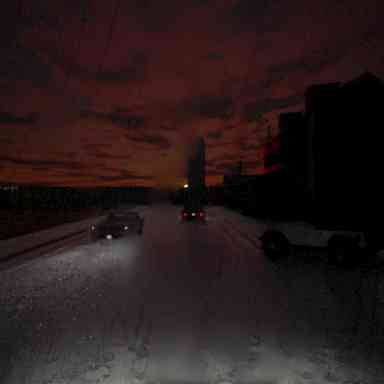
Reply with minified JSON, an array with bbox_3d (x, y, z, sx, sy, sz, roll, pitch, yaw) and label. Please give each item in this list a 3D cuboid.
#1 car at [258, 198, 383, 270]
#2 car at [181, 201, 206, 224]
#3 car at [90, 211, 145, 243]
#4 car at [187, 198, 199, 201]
[{"bbox_3d":[4.163,1.208,10.734,1.905,1.878,3.866,-7,3,-42],"label":"car"},{"bbox_3d":[0.098,1.665,26.112,2.033,1.411,5.357,0,0,0],"label":"car"},{"bbox_3d":[-3.602,1.667,16.724,1.895,1.301,4.718,0,0,0],"label":"car"},{"bbox_3d":[0.094,1.535,41.069,2.097,1.767,4.553,0,0,0],"label":"car"}]
